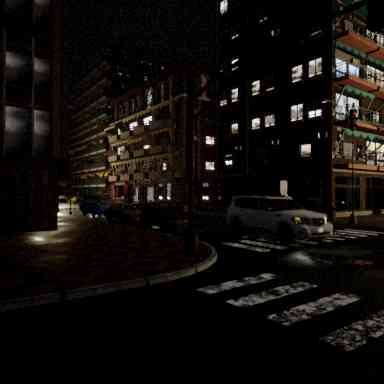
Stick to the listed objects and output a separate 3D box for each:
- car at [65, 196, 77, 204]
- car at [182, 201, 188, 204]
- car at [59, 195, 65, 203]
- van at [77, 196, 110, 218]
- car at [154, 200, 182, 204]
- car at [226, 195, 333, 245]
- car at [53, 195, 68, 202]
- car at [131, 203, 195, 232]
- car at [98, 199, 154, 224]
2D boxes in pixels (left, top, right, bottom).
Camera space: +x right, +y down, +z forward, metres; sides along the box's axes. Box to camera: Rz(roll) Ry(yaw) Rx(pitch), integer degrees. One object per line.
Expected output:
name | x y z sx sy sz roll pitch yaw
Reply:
car | -21.445 1.447 61.636 1.752 1.417 4.829 0 0 -36
car | -1.618 1.487 34.037 1.752 1.417 4.829 0 0 -36
car | -24.402 1.456 61.292 2.033 1.411 5.357 0 0 -35
van | -8.323 1.265 29.010 1.690 1.788 3.998 0 0 -36
car | -3.310 1.491 26.471 2.033 1.411 5.357 0 0 -36
car | 3.879 1.189 15.885 2.150 2.045 5.566 1 0 -30
car | -27.954 1.360 70.697 1.967 1.590 4.097 0 0 -36
car | -1.716 1.525 19.811 1.802 1.307 4.206 0 0 -36
car | -4.920 1.458 24.272 1.752 1.417 4.829 0 0 -36
